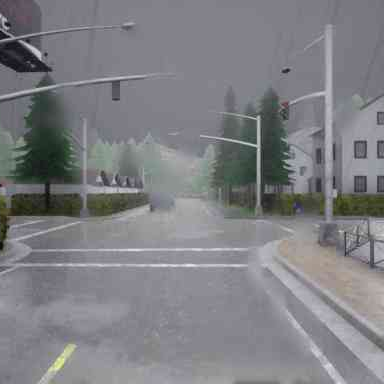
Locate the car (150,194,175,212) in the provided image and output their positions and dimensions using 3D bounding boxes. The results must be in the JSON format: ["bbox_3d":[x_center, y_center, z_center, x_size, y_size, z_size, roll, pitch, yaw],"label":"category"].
[{"bbox_3d":[-3.579,1.221,38.998,2.150,2.045,5.566,0,0,0],"label":"car"}]

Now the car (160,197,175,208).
[{"bbox_3d":[-3.553,1.526,48.859,1.812,1.442,4.674,0,0,0],"label":"car"}]
